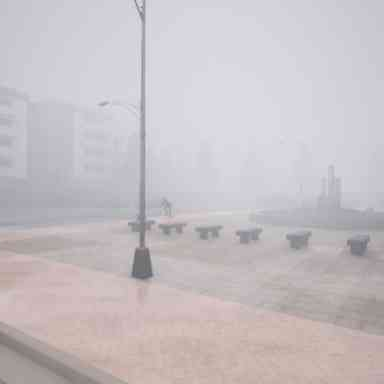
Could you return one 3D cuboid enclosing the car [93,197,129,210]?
[{"bbox_3d":[-9.500,1.317,39.240,1.994,1.385,4.181,1,0,42],"label":"car"}]

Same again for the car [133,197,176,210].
[{"bbox_3d":[-4.385,1.331,39.816,5.357,1.411,2.033,0,0,-44],"label":"car"}]

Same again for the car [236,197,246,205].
[{"bbox_3d":[9.235,1.340,52.669,4.674,1.442,1.812,1,0,-22],"label":"car"}]

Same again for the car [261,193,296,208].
[{"bbox_3d":[12.465,1.218,46.114,4.553,1.767,2.097,0,0,-22],"label":"car"}]

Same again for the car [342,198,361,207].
[{"bbox_3d":[22.143,1.519,48.665,4.718,1.301,1.895,0,0,-7],"label":"car"}]

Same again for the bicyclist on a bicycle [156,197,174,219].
[{"bbox_3d":[-2.017,1.171,24.815,1.656,1.620,0.582,0,0,33],"label":"bicyclist on a bicycle"}]

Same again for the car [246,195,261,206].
[{"bbox_3d":[11.410,1.170,49.789,5.566,2.045,2.150,0,0,-20],"label":"car"}]

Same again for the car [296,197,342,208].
[{"bbox_3d":[16.769,1.411,43.869,4.892,1.490,1.837,0,0,-17],"label":"car"}]

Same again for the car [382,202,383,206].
[{"bbox_3d":[28.767,1.578,45.462,4.718,1.301,1.895,0,0,1],"label":"car"}]
